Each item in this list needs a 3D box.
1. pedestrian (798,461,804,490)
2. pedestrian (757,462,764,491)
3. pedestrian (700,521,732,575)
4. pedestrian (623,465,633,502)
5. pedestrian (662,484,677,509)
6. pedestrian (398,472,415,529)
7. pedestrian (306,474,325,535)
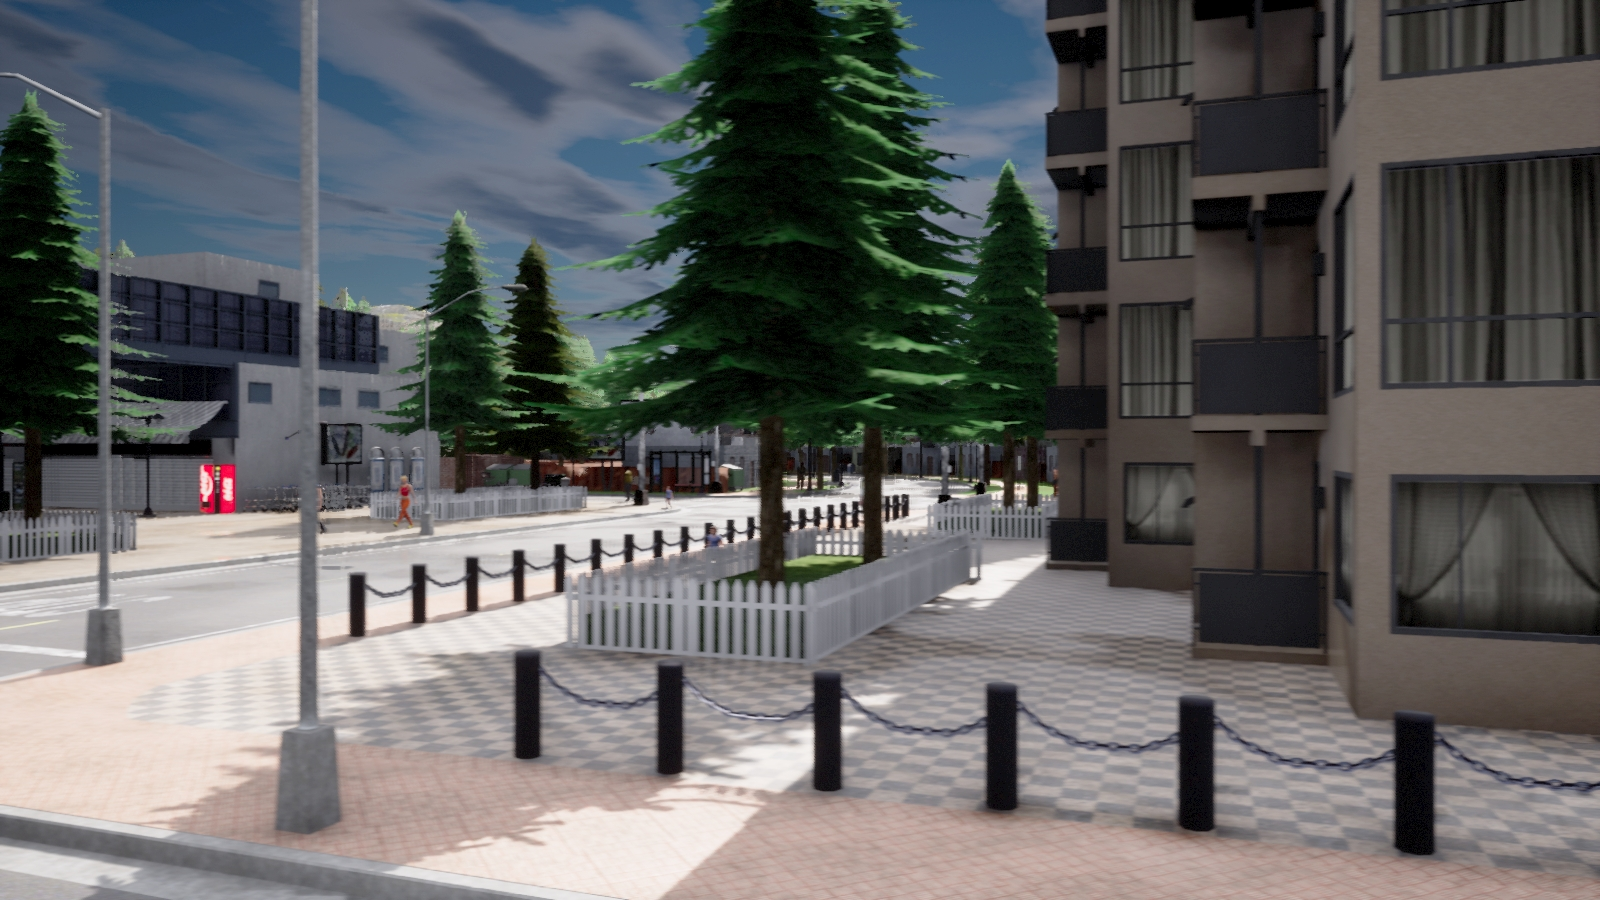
[{"bbox_3d":[0.068,1.657,74.329,0.375,1.860,0.375,0,0,12],"label":"pedestrian"},{"bbox_3d":[-2.501,1.655,71.672,0.375,1.860,0.375,0,0,6],"label":"pedestrian"},{"bbox_3d":[-1.778,2.068,24.178,0.500,1.100,0.500,0,0,23],"label":"pedestrian"},{"bbox_3d":[-8.710,1.674,57.953,0.375,1.860,0.375,0,0,22],"label":"pedestrian"},{"bbox_3d":[-5.882,2.070,51.349,0.500,1.100,0.500,0,0,22],"label":"pedestrian"},{"bbox_3d":[-13.150,1.687,38.181,0.375,1.860,0.375,0,0,19],"label":"pedestrian"},{"bbox_3d":[-15.030,1.683,35.466,0.375,1.860,0.375,0,0,23],"label":"pedestrian"}]
